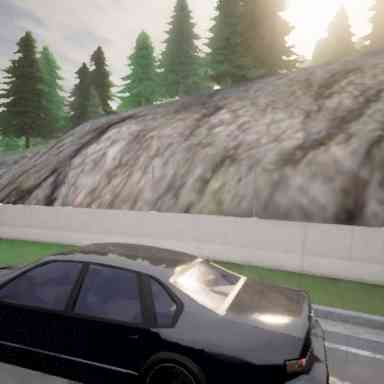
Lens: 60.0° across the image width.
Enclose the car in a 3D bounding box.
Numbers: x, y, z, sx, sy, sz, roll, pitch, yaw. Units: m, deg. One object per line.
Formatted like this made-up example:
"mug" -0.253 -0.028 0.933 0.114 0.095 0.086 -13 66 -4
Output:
"car" -1.140 1.417 4.299 5.357 1.411 2.033 2 1 19
